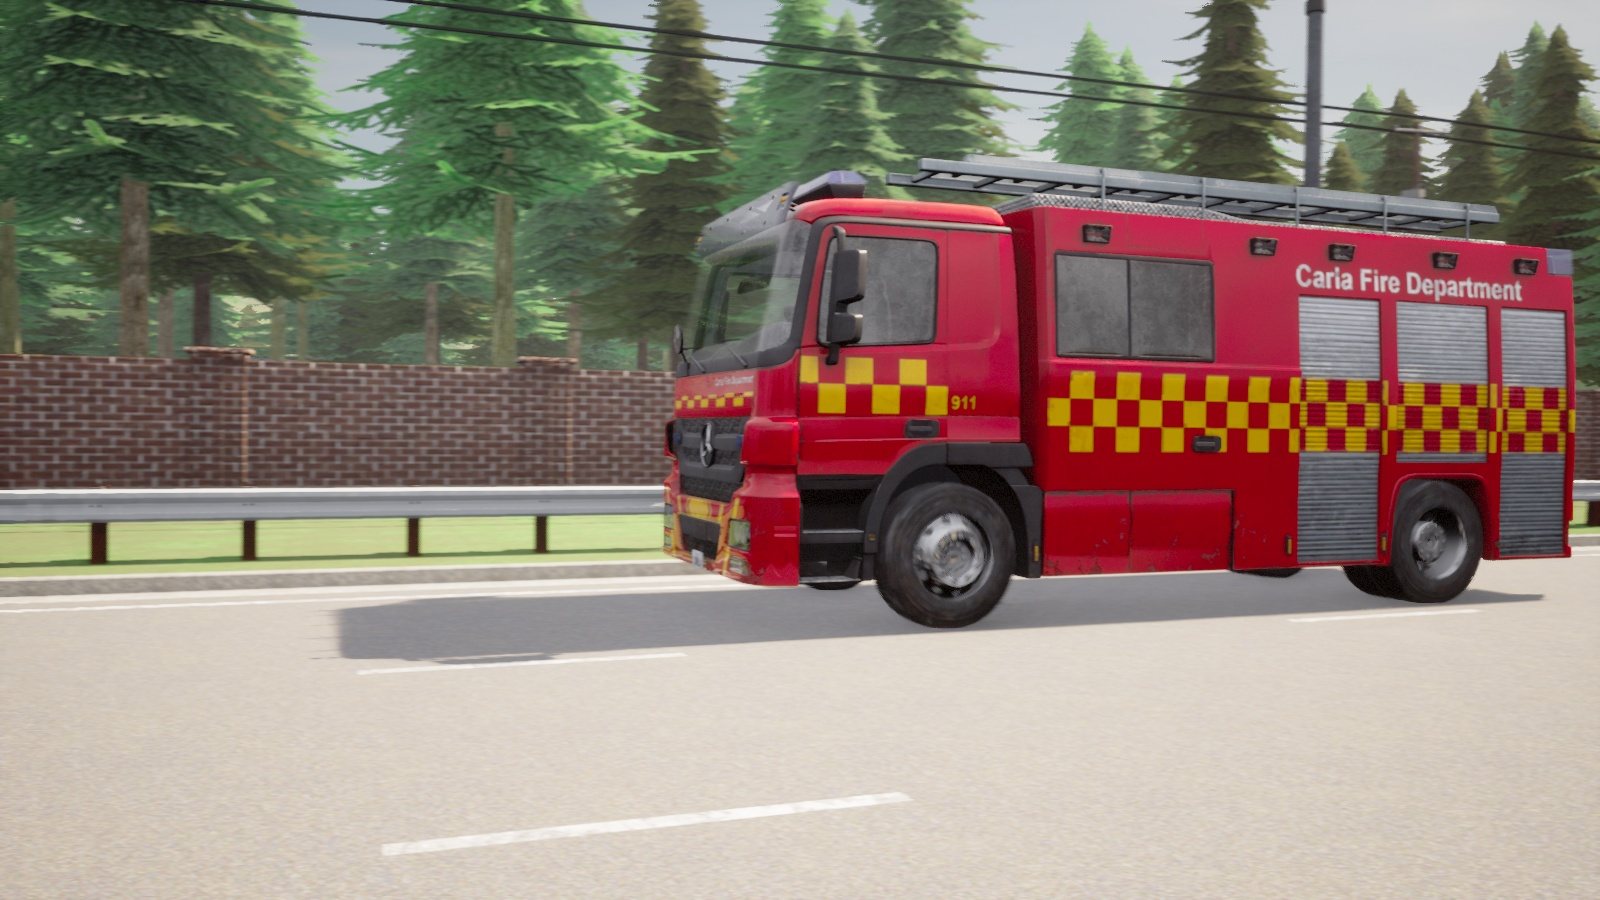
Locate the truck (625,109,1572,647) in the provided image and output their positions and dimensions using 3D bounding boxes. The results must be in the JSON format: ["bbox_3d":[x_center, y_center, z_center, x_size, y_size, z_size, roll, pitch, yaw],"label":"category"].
[{"bbox_3d":[2.877,-0.590,11.804,8.468,3.827,2.891,-1,1,-21],"label":"truck"}]
